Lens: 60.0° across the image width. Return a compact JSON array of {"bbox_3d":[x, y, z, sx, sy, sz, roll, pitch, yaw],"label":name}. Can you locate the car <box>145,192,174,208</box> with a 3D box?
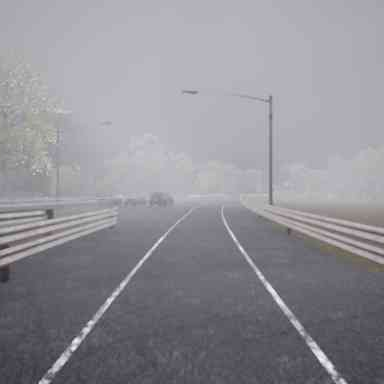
[{"bbox_3d":[-4.125,1.061,45.526,2.150,2.045,5.566,0,0,12],"label":"car"}]

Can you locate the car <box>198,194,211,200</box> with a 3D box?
[{"bbox_3d":[4.043,1.493,93.111,2.033,1.411,5.357,0,0,16],"label":"car"}]

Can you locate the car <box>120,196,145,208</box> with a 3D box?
[{"bbox_3d":[-7.654,1.346,45.689,1.837,1.490,4.892,0,0,12],"label":"car"}]

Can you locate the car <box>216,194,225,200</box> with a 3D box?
[{"bbox_3d":[8.104,1.551,94.624,1.895,1.301,4.718,0,0,16],"label":"car"}]

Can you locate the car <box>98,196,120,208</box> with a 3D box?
[{"bbox_3d":[-11.195,1.331,45.888,2.128,1.511,4.902,0,0,12],"label":"car"}]
